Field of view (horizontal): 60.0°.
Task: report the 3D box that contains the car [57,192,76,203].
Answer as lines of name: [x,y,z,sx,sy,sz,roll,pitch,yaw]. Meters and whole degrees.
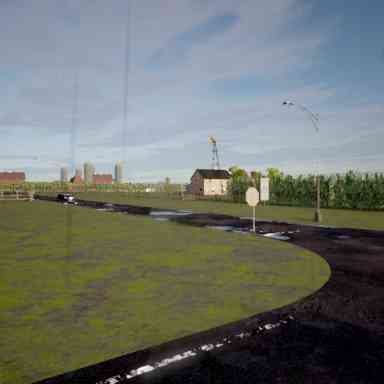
car: [-18.812,0.749,49.827,2.128,1.511,4.902,-1,1,-36]
